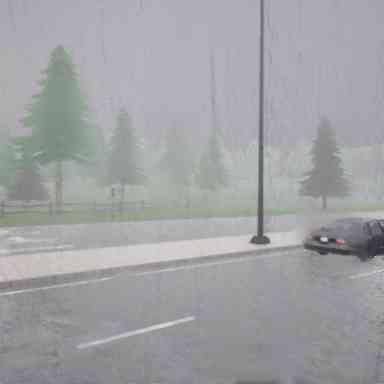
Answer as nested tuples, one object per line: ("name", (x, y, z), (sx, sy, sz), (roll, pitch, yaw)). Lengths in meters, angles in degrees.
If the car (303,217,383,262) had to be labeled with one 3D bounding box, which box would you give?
("car", (6.564, 1.684, 12.692), (5.357, 1.411, 2.033), (1, 0, -34))
